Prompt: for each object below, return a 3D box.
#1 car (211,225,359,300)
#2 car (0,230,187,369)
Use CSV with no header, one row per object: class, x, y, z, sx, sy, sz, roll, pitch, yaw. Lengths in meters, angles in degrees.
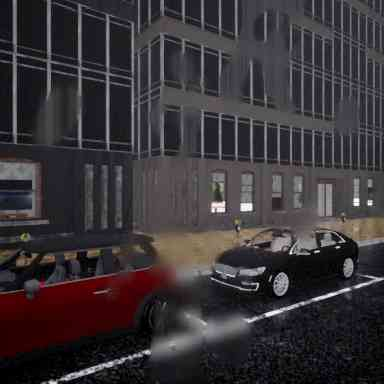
car,2.456,1.550,8.314,4.403,1.369,2.008,0,0,-36
car,-2.177,1.440,5.008,4.097,1.590,1.967,0,0,-36
